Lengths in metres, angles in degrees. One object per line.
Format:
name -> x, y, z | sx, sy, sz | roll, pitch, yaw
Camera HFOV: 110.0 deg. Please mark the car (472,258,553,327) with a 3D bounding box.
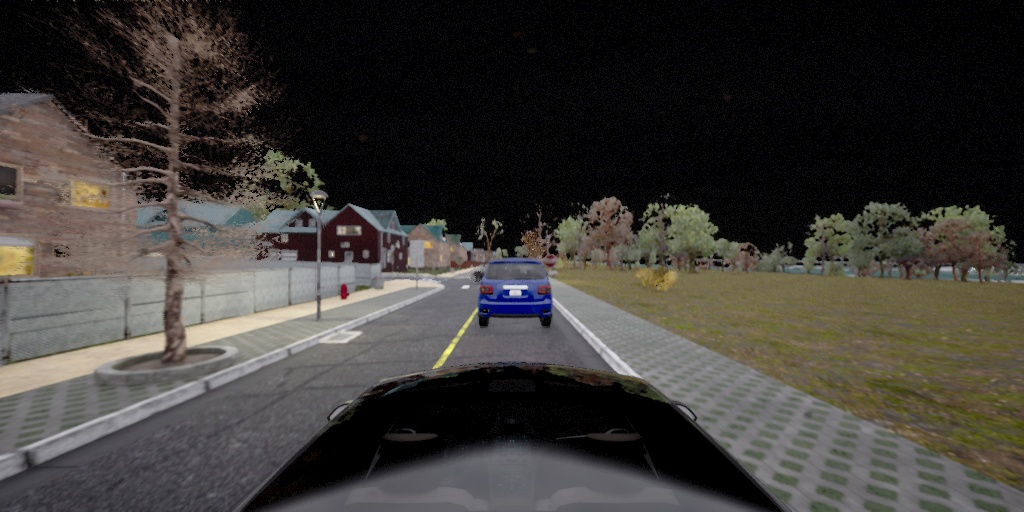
car -> 0.088, 1.086, 12.203 | 2.150, 2.045, 5.566 | 0, 0, 0
